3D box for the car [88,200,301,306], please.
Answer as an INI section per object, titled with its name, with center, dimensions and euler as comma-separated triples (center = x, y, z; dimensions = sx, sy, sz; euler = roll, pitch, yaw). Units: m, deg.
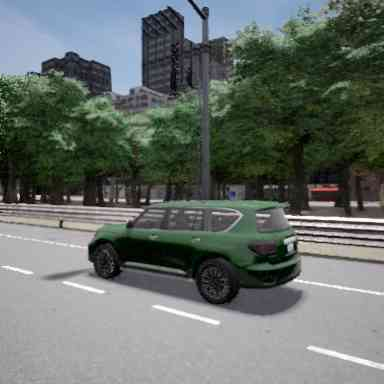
[car]
center = -0.191, 1.223, 8.301
dimensions = 5.566, 2.045, 2.150
euler = 0, 0, 35
